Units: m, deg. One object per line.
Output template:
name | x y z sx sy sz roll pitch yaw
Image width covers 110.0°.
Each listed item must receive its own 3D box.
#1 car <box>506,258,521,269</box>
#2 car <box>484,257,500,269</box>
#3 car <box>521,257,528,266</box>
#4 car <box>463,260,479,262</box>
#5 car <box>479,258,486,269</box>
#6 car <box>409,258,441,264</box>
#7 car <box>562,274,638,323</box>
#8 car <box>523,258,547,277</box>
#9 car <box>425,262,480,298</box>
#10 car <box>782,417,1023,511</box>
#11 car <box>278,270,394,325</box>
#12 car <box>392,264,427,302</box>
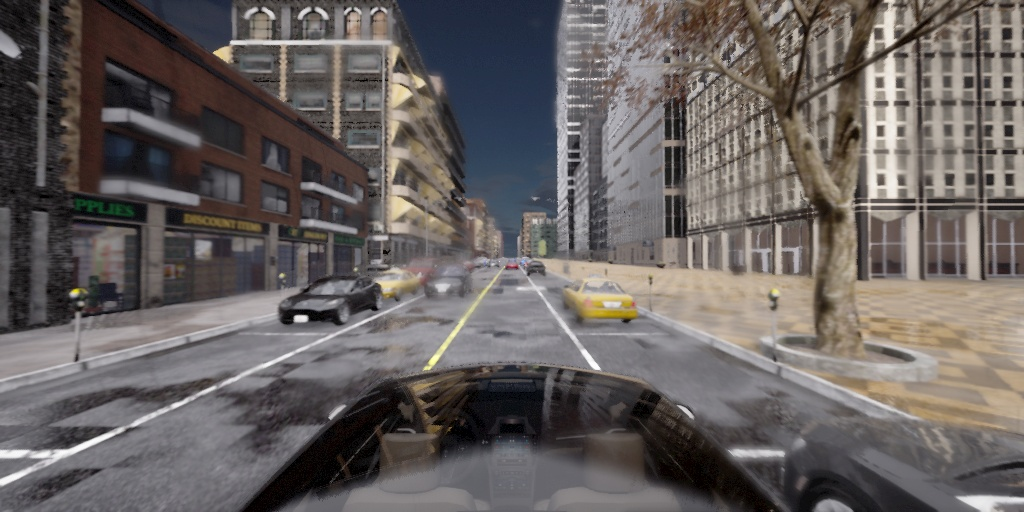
car | 0.021 1.332 55.183 1.994 1.385 4.181 0 0 0
car | -3.024 1.261 59.033 2.128 1.511 4.902 0 0 1
car | 2.709 1.208 56.385 1.967 1.591 4.097 0 0 0
car | -5.676 1.309 45.248 1.888 1.381 4.507 0 0 0
car | -5.672 1.334 56.388 1.948 1.339 4.313 0 0 0
car | -5.682 1.070 22.971 2.192 1.841 5.009 0 0 0
car | 2.695 1.277 11.998 1.751 1.417 4.829 0 0 0
car | 2.366 1.264 35.790 1.837 1.490 4.892 0 0 0
car | -3.092 1.244 18.343 2.128 1.511 4.902 0 0 0
car | 2.692 1.300 0.688 2.007 1.370 4.403 0 0 0
car | -5.686 1.318 11.831 1.948 1.339 4.313 0 0 0
car | -5.684 1.279 17.230 1.751 1.417 4.829 0 0 0
